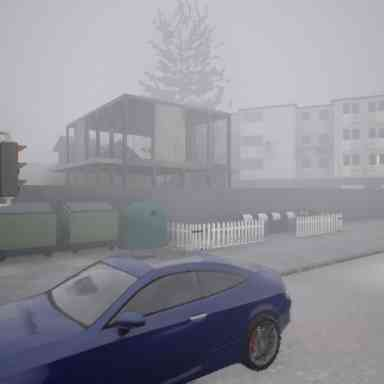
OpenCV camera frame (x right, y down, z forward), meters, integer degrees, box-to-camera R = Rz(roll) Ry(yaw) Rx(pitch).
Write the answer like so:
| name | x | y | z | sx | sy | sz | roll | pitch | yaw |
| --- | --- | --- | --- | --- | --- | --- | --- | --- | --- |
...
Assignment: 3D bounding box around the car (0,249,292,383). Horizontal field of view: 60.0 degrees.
| name | x | y | z | sx | sy | sz | roll | pitch | yaw |
| --- | --- | --- | --- | --- | --- | --- | --- | --- | --- |
| car | -0.661 | 1.526 | 4.139 | 4.674 | 1.442 | 1.812 | 0 | 0 | -37 |
